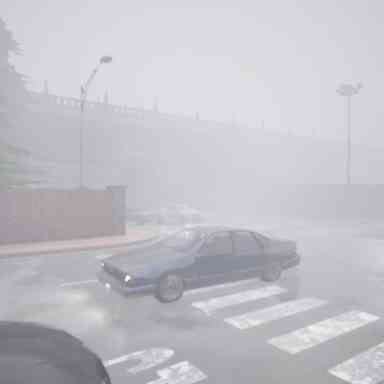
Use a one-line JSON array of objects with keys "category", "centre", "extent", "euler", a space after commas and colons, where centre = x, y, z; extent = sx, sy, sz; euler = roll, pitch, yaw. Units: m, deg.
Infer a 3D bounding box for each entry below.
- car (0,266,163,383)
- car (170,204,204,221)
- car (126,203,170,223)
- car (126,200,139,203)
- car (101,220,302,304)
[{"category": "car", "centre": [-2.826, 1.479, 1.678], "extent": [4.902, 1.511, 2.128], "euler": [1, 0, -36]}, {"category": "car", "centre": [-0.980, 1.711, 27.495], "extent": [1.812, 1.442, 4.674], "euler": [1, 0, -36]}, {"category": "car", "centre": [-3.936, 1.756, 25.577], "extent": [1.895, 1.301, 4.718], "euler": [1, 0, -35]}, {"category": "car", "centre": [-6.379, 1.663, 35.107], "extent": [1.882, 1.535, 5.008], "euler": [1, 0, -35]}, {"category": "car", "centre": [0.455, 1.592, 8.427], "extent": [5.357, 1.411, 2.033], "euler": [1, 0, -34]}]
